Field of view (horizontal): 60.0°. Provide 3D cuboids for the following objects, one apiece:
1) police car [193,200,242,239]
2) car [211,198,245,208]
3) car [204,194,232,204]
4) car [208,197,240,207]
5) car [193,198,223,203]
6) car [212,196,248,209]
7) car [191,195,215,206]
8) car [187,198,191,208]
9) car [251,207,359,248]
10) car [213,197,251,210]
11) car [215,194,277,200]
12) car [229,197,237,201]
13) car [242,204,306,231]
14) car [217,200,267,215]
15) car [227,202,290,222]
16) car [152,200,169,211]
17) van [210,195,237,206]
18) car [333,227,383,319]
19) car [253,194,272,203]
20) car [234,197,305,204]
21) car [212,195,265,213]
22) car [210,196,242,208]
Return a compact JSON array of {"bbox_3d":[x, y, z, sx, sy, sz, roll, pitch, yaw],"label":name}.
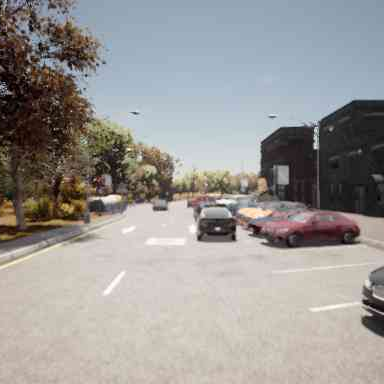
[{"bbox_3d":[1.185,1.476,17.722,1.930,1.638,5.238,0,0,0],"label":"police car"},{"bbox_3d":[5.483,1.737,50.912,4.674,1.452,2.002,1,0,-20],"label":"car"},{"bbox_3d":[5.548,1.583,71.962,5.566,2.045,2.435,1,-1,-20],"label":"car"},{"bbox_3d":[5.496,1.735,56.924,5.008,1.535,2.097,1,-1,-20],"label":"car"},{"bbox_3d":[1.220,1.566,27.612,1.882,1.535,5.008,0,0,0],"label":"car"},{"bbox_3d":[5.438,1.552,47.905,4.553,1.767,2.185,1,-1,-20],"label":"car"},{"bbox_3d":[1.245,1.340,33.644,2.150,2.045,5.566,0,0,0],"label":"car"},{"bbox_3d":[0.123,1.720,53.679,2.128,1.511,4.902,0,0,0],"label":"car"},{"bbox_3d":[5.325,1.568,14.885,4.674,1.452,2.002,1,0,-20],"label":"car"},{"bbox_3d":[5.425,1.534,44.903,4.553,1.767,2.185,1,-1,-20],"label":"car"},{"bbox_3d":[5.372,1.332,29.873,5.566,2.045,2.435,1,0,-20],"label":"car"},{"bbox_3d":[5.388,1.434,23.898,4.553,1.767,2.185,1,0,-20],"label":"car"},{"bbox_3d":[5.304,1.566,17.876,4.792,1.488,2.163,1,0,-20],"label":"car"},{"bbox_3d":[5.383,1.641,35.887,4.792,1.488,2.163,1,0,-20],"label":"car"},{"bbox_3d":[5.365,1.611,26.894,4.674,1.452,2.002,1,-1,-20],"label":"car"},{"bbox_3d":[-3.992,1.710,43.000,2.033,1.411,5.357,0,0,0],"label":"car"},{"bbox_3d":[5.623,1.531,59.970,4.442,1.987,1.878,1,-1,-20],"label":"van"},{"bbox_3d":[5.314,1.504,5.884,4.892,1.521,2.231,1,0,-20],"label":"car"},{"bbox_3d":[18.547,1.698,87.927,2.435,2.045,5.566,0,0,-21],"label":"car"},{"bbox_3d":[5.375,1.423,20.897,4.553,1.767,2.185,1,0,-20],"label":"car"},{"bbox_3d":[5.404,1.375,38.890,5.566,2.045,2.435,1,0,-20],"label":"car"},{"bbox_3d":[5.528,1.591,53.921,4.553,1.767,2.185,1,0,-20],"label":"car"}]
